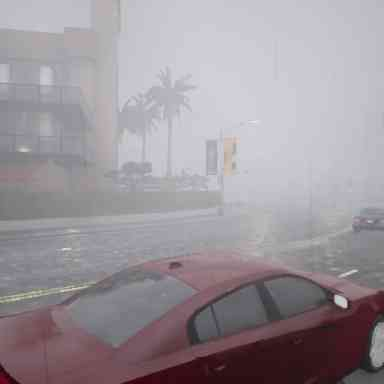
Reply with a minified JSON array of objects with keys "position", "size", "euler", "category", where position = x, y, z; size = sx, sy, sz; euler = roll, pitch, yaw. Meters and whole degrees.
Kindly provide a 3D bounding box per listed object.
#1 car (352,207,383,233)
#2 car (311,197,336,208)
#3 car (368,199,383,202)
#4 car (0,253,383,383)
[{"position":[10.423,1.540,18.738],"size":[2.033,1.411,5.357],"euler":[0,0,36],"category":"car"},{"position":[18.151,1.467,46.037],"size":[2.128,1.511,4.902],"euler":[0,0,-2],"category":"car"},{"position":[37.026,1.227,67.423],"size":[2.185,1.767,4.553],"euler":[0,0,-11],"category":"car"},{"position":[0.486,1.475,3.867],"size":[5.008,1.535,1.882],"euler":[0,0,-37],"category":"car"}]
